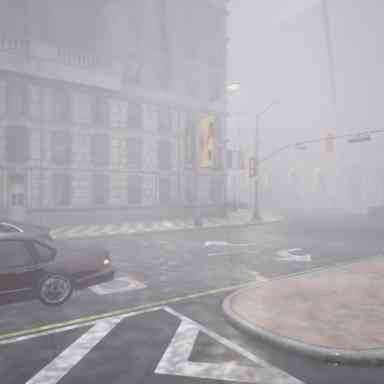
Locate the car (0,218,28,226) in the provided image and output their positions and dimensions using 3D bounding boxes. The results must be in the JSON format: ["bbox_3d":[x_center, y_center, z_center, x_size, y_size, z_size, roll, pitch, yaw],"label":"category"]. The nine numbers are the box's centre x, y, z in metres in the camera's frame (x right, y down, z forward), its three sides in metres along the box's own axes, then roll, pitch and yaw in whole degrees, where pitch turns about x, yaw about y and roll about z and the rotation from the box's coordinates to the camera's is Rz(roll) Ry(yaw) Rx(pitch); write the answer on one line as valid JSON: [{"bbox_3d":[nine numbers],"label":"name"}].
[{"bbox_3d":[-6.449,1.492,9.282,4.902,1.511,2.128,0,0,-37],"label":"car"}]

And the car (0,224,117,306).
[{"bbox_3d":[-4.260,1.547,6.498,5.357,1.411,2.033,0,0,-34],"label":"car"}]

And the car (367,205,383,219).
[{"bbox_3d":[17.121,1.547,26.814,2.033,1.411,5.357,0,0,-35],"label":"car"}]

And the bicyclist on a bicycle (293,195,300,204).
[{"bbox_3d":[17.958,1.300,57.135,1.656,1.620,0.582,0,0,-35],"label":"bicyclist on a bicycle"}]

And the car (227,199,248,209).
[{"bbox_3d":[5.412,1.564,43.697,1.994,1.385,4.181,0,0,-35],"label":"car"}]
